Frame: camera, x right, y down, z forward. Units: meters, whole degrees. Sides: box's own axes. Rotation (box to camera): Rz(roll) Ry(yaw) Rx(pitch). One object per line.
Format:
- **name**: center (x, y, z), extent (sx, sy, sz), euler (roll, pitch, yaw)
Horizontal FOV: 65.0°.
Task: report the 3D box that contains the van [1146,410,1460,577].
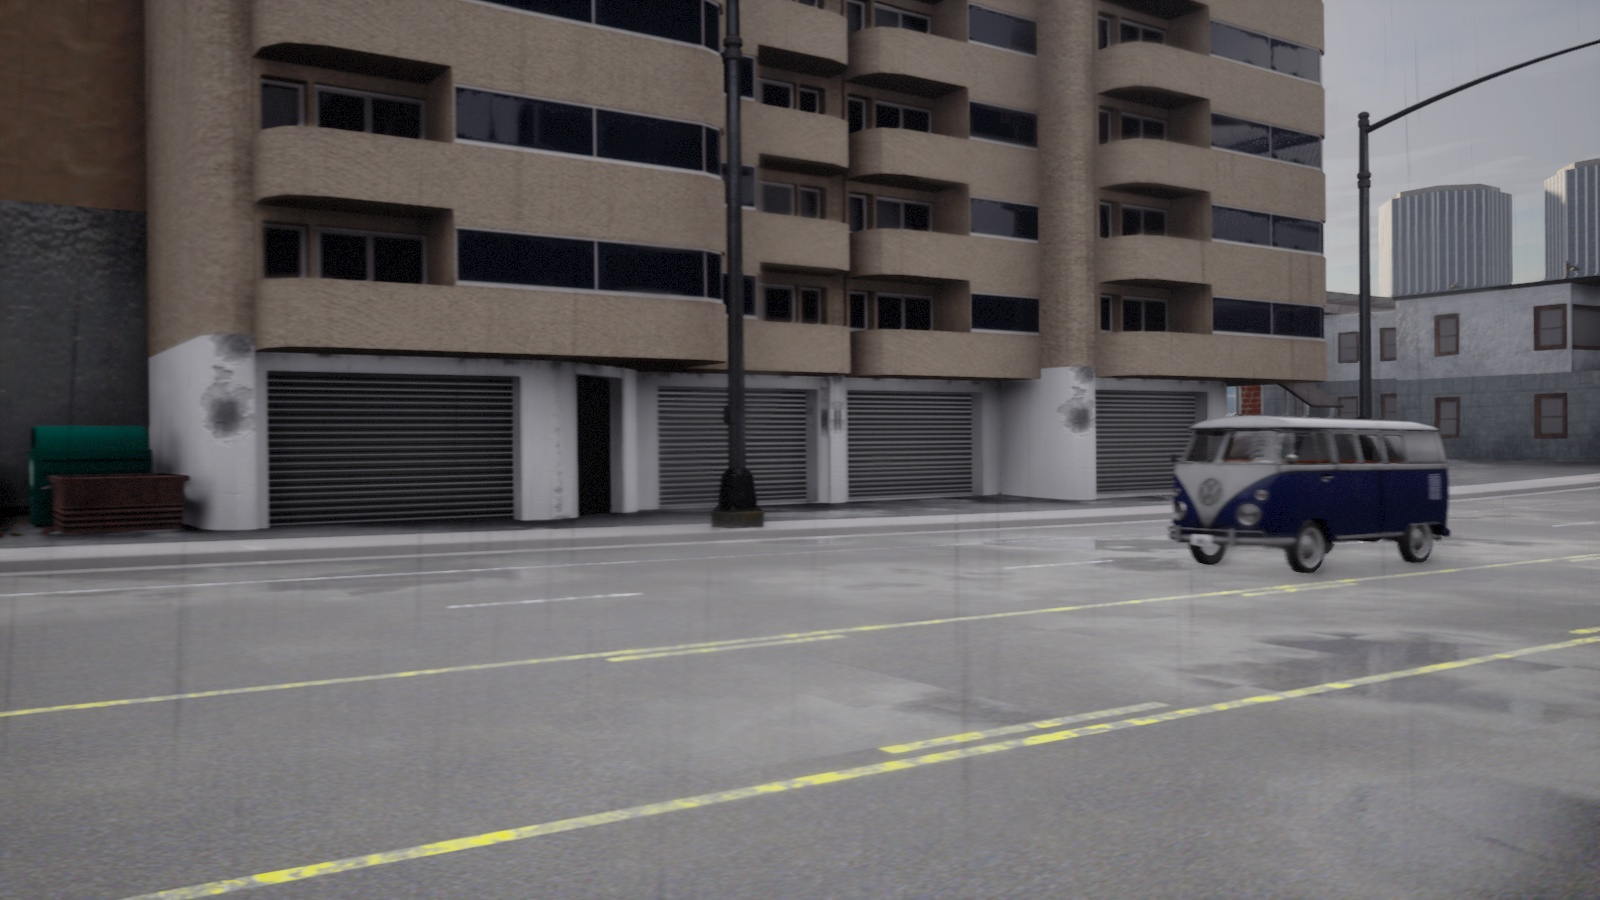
- **van**: center (6.859, 0.522, 16.962), extent (4.442, 1.987, 1.775), euler (0, 0, -35)
